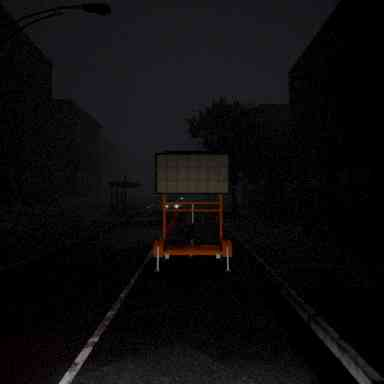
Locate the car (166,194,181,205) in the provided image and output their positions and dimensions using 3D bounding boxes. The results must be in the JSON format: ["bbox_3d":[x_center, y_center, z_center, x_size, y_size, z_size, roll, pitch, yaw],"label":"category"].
[{"bbox_3d":[-3.179,1.189,52.433,1.882,1.535,5.008,0,1,0],"label":"car"}]

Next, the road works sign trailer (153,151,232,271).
[{"bbox_3d":[0.024,0.470,10.858,2.380,3.560,2.880,0,0,0],"label":"road works sign trailer"}]

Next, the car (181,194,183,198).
[{"bbox_3d":[-3.348,0.899,90.065,1.994,1.385,4.181,0,0,0],"label":"car"}]
